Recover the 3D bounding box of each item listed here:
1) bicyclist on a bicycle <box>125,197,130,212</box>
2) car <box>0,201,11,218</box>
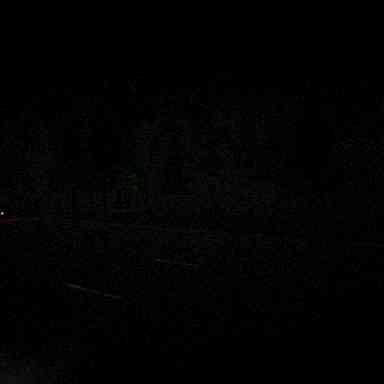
[{"bbox_3d":[-6.841,1.313,35.284,0.582,1.620,1.656,0,-2,-23],"label":"bicyclist on a bicycle"},{"bbox_3d":[-17.584,1.505,28.862,4.892,1.490,1.837,0,0,35],"label":"car"}]
